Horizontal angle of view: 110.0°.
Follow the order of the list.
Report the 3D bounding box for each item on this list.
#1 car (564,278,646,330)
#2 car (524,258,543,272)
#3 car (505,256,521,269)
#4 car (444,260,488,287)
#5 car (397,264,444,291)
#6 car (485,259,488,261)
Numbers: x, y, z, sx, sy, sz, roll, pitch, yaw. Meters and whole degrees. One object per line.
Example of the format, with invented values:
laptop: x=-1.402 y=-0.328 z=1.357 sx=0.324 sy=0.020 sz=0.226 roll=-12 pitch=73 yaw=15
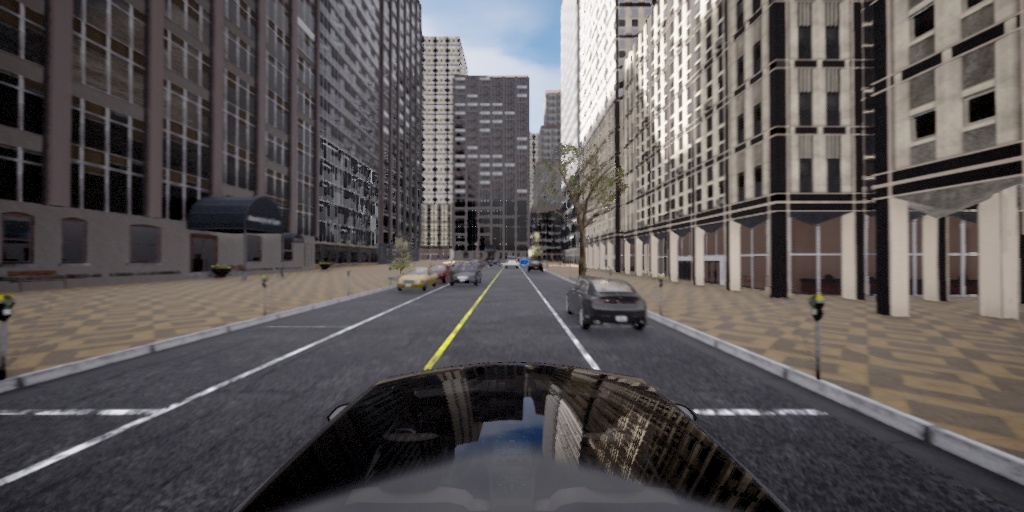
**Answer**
car: x=2.687 y=1.310 z=11.009 sx=2.007 sy=1.370 sz=4.403 roll=0 pitch=0 yaw=0
car: x=2.984 y=1.269 z=46.473 sx=1.882 sy=1.535 sz=5.008 roll=0 pitch=0 yaw=0
car: x=-0.021 y=1.023 z=59.793 sx=2.150 sy=2.045 sz=5.566 roll=0 pitch=0 yaw=0
car: x=-3.103 y=1.264 z=24.930 sx=2.128 sy=1.511 sz=4.902 roll=0 pitch=0 yaw=0
car: x=-5.697 y=1.296 z=22.111 sx=1.751 sy=1.417 sz=4.829 roll=0 pitch=0 yaw=0
car: x=-5.711 y=1.384 z=61.780 sx=1.802 sy=1.307 sz=4.207 roll=0 pitch=0 yaw=0
